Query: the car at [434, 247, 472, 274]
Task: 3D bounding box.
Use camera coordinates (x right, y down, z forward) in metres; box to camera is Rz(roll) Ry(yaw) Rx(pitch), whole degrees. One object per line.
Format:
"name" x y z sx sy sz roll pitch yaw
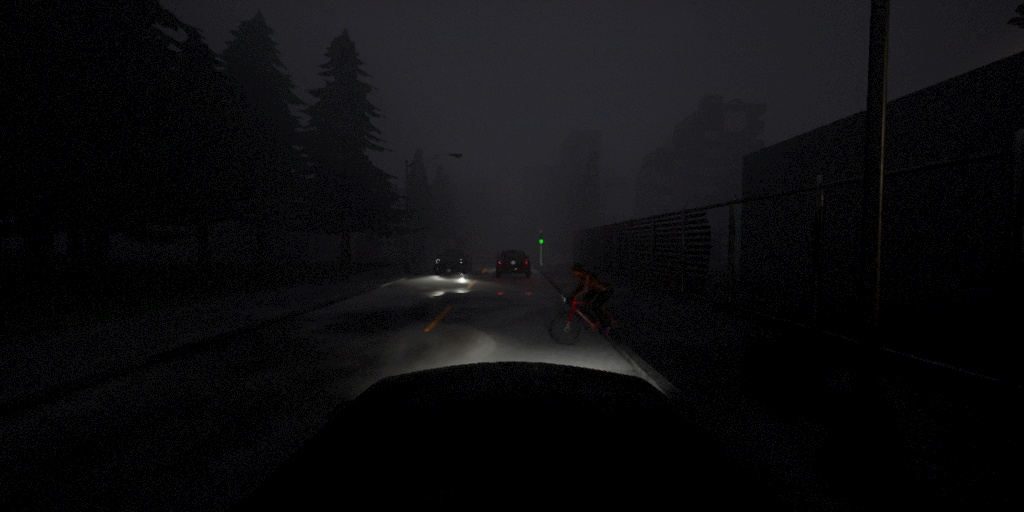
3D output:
"car" -4.042 0.270 25.166 2.097 1.767 4.553 0 2 0

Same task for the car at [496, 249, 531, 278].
"car" 0.063 0.352 23.056 2.097 1.767 4.553 0 2 0

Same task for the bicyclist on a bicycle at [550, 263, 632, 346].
"bicyclist on a bicycle" 1.531 0.952 7.159 1.656 1.620 0.582 -6 2 0
